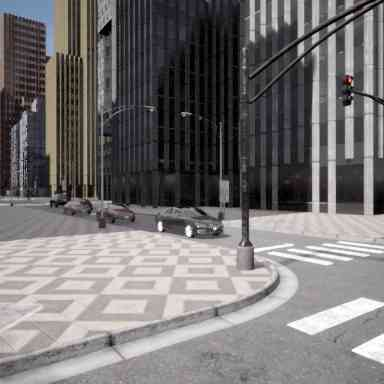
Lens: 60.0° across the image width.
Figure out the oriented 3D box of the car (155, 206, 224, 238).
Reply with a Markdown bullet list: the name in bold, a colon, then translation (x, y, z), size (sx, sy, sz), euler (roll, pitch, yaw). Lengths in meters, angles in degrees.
- **car**: translation (-0.266, 1.546, 18.097), size (1.837, 1.490, 4.892), euler (0, 0, -35)

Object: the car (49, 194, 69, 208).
- **car**: translation (-20.647, 1.369, 52.066), size (2.150, 2.045, 5.566), euler (0, 0, -35)

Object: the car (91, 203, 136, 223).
- **car**: translation (-6.139, 1.598, 26.341), size (1.812, 1.442, 4.674), euler (0, 0, -35)

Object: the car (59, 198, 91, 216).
- **car**: translation (-11.975, 1.627, 34.561), size (1.812, 1.442, 4.674), euler (0, 0, -35)
